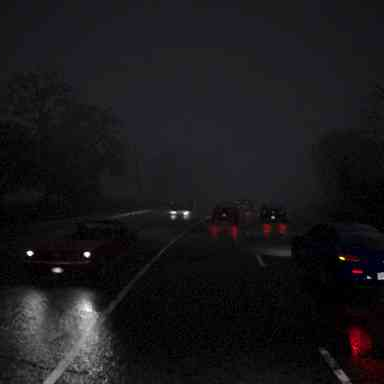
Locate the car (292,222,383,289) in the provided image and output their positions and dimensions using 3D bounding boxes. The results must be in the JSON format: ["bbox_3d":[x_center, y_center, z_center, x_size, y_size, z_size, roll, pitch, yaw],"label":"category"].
[{"bbox_3d":[4.053,1.528,8.997,1.812,1.442,4.674,0,0,4],"label":"car"}]

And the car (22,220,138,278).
[{"bbox_3d":[-3.090,1.585,10.229,1.895,1.301,4.718,0,0,4],"label":"car"}]

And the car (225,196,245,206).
[{"bbox_3d":[7.000,1.462,53.811,2.128,1.511,4.902,0,0,22],"label":"car"}]

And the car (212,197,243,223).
[{"bbox_3d":[2.693,1.463,25.636,1.882,1.535,5.008,0,0,10],"label":"car"}]

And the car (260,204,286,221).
[{"bbox_3d":[6.487,1.598,27.031,1.895,1.301,4.718,0,0,11],"label":"car"}]

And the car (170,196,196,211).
[{"bbox_3d":[-1.068,1.308,40.923,2.097,1.767,4.553,0,0,16],"label":"car"}]

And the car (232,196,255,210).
[{"bbox_3d":[6.822,1.475,42.272,2.128,1.511,4.902,0,0,17],"label":"car"}]
